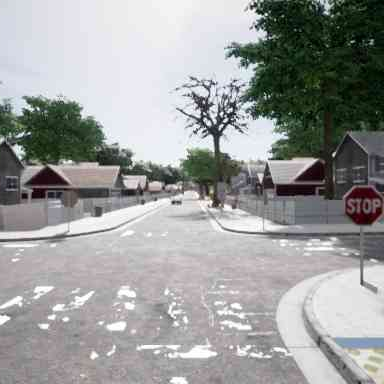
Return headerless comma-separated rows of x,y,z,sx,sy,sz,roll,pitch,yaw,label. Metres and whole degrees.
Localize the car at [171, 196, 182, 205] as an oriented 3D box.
-2.766,1.515,60.483,2.033,1.411,5.357,0,0,0,car
